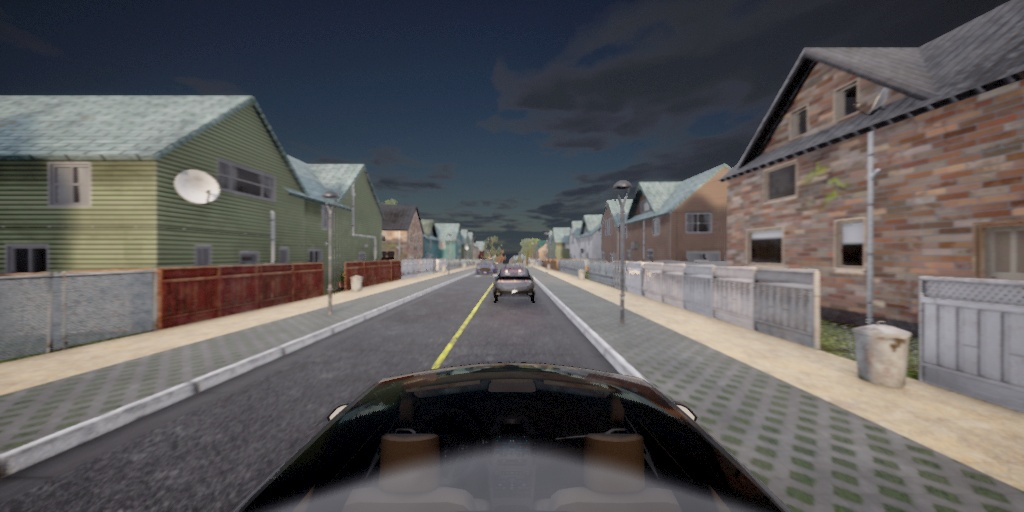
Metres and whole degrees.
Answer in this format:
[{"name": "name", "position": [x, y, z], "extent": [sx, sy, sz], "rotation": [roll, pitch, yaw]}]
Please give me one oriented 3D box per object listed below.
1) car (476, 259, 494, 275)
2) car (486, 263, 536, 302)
[{"name": "car", "position": [-2.825, 1.168, 40.080], "extent": [2.097, 1.767, 4.553], "rotation": [0, 0, 0]}, {"name": "car", "position": [0.095, 1.251, 17.027], "extent": [2.128, 1.511, 4.902], "rotation": [0, 0, 0]}]
